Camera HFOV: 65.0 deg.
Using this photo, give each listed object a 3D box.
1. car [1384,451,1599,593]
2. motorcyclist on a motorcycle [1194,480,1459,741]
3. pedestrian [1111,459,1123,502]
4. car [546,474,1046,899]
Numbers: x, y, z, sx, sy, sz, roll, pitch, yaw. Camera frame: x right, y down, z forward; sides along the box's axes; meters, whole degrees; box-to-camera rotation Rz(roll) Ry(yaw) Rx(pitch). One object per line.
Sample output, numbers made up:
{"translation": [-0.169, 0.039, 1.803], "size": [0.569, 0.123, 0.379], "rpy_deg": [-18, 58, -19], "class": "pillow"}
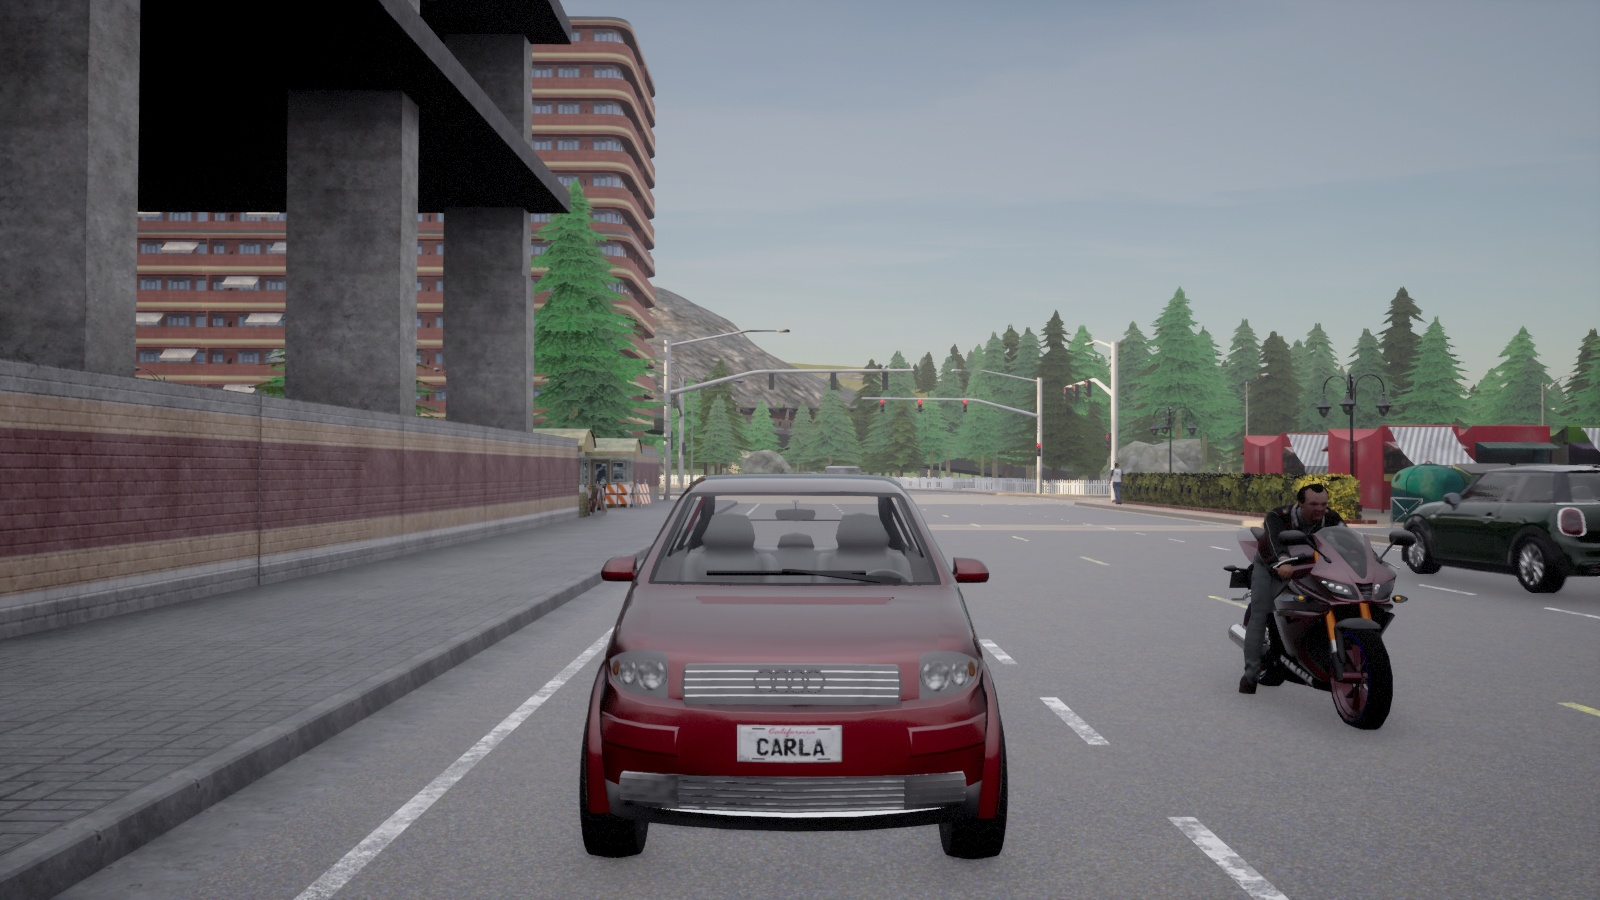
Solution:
{"translation": [10.450, 0.931, 17.901], "size": [2.097, 1.767, 4.553], "rpy_deg": [0, -1, 0], "class": "car"}
{"translation": [3.476, 0.979, 8.565], "size": [0.866, 1.530, 2.191], "rpy_deg": [0, -1, 0], "class": "motorcyclist on a motorcycle"}
{"translation": [13.855, 1.333, 54.891], "size": [0.354, 1.836, 0.706], "rpy_deg": [0, -1, 3], "class": "pedestrian"}
{"translation": [-0.016, 0.900, 6.363], "size": [1.789, 1.549, 3.705], "rpy_deg": [0, -1, 0], "class": "car"}
